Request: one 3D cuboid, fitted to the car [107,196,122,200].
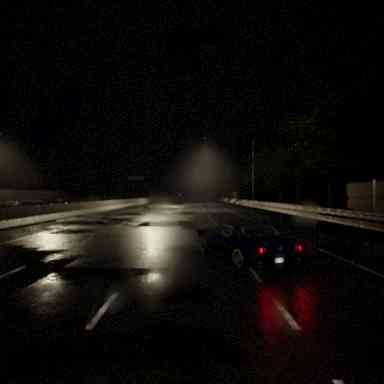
[{"bbox_3d":[-17.651,1.699,77.967,2.097,1.767,4.553,0,-1,0],"label":"car"}]

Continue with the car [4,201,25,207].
[{"bbox_3d":[-21.006,1.805,38.221,2.128,1.511,4.902,0,-1,0],"label":"car"}]

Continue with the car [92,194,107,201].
[{"bbox_3d":[-21.150,1.568,77.894,2.150,2.045,5.566,0,-1,0],"label":"car"}]

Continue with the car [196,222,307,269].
[{"bbox_3d":[1.746,1.697,11.660,1.895,1.301,4.718,0,-1,-20],"label":"car"}]

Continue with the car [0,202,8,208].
[{"bbox_3d":[-17.567,1.785,27.478,1.994,1.385,4.181,0,0,0],"label":"car"}]

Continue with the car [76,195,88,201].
[{"bbox_3d":[-24.650,1.882,77.906,2.033,1.411,5.357,0,-1,0],"label":"car"}]

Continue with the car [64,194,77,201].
[{"bbox_3d":[-28.150,1.566,77.864,2.150,2.045,5.566,0,-1,0],"label":"car"}]
